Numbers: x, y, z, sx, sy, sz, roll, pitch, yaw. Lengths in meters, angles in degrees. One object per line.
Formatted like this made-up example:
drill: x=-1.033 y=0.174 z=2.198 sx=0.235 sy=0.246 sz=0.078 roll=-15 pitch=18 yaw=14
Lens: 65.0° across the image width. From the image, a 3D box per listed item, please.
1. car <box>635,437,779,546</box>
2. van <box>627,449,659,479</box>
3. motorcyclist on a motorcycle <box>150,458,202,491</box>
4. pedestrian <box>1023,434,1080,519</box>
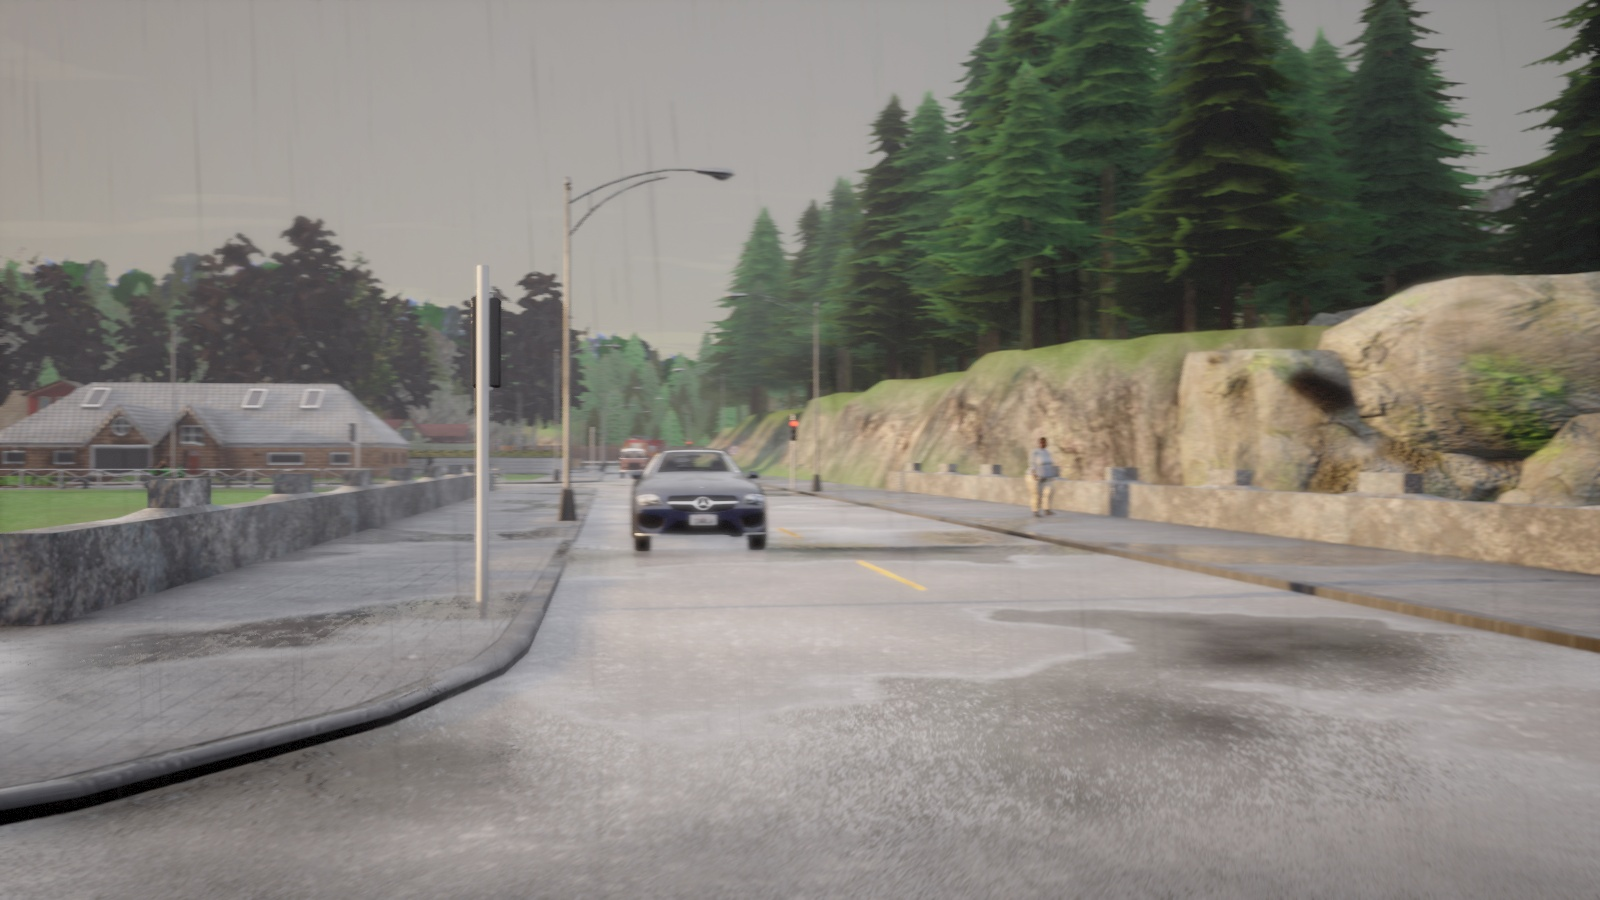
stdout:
car: x=-1.739 y=0.643 z=21.681 sx=2.152 sy=1.651 sz=5.027 roll=0 pitch=0 yaw=-8
van: x=-10.811 y=0.953 z=86.128 sx=2.069 sy=2.038 sz=4.480 roll=0 pitch=0 yaw=-8
motorcyclist on a motorcycle: x=-29.657 y=1.163 z=59.712 sx=2.044 sy=1.523 sz=0.797 roll=0 pitch=0 yaw=-8
pedestrian: x=5.587 y=0.573 z=27.897 sx=0.874 sy=1.855 sz=0.900 roll=0 pitch=0 yaw=-25
